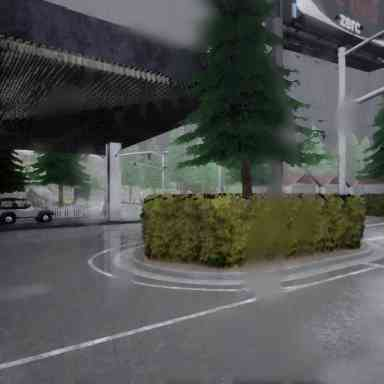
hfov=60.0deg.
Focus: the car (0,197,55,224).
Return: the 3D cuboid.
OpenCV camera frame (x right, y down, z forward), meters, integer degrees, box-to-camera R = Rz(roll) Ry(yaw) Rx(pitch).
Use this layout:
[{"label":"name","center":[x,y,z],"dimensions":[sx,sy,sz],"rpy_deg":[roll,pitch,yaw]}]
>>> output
[{"label":"car","center":[-11.923,1.313,23.509],"dimensions":[3.866,1.878,1.905],"rpy_deg":[0,0,-36]}]
